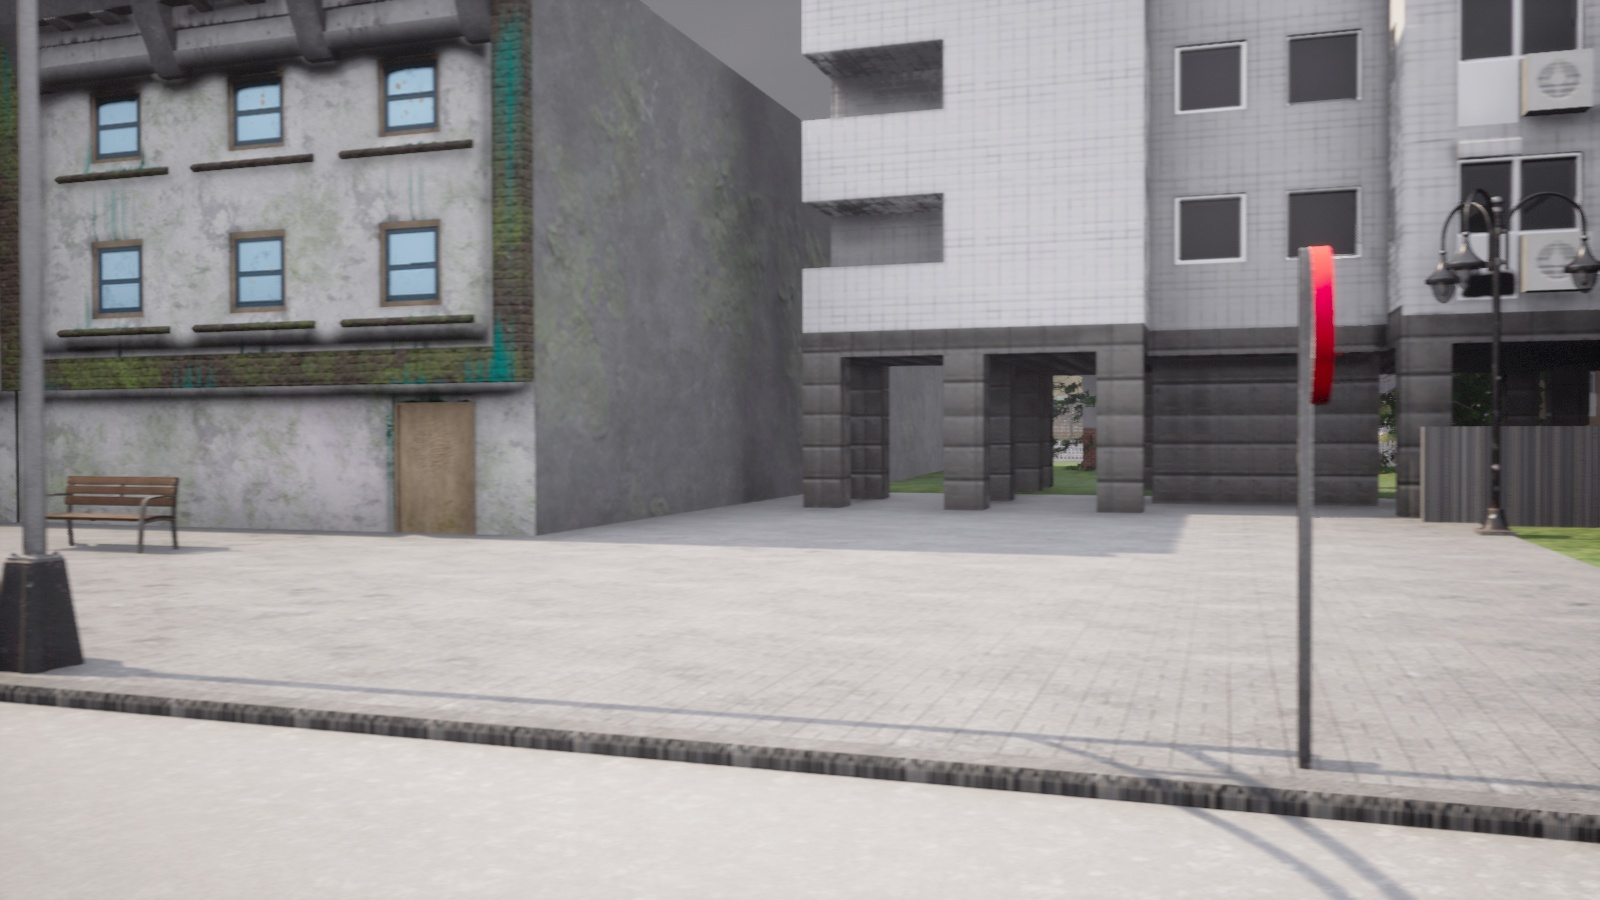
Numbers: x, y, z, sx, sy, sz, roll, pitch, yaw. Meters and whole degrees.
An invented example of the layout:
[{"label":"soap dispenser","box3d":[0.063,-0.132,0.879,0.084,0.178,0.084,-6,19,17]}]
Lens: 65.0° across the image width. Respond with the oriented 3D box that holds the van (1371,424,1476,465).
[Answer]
[{"label":"van","box3d":[30.958,-0.305,62.482,4.442,1.987,1.775,1,1,19]}]
